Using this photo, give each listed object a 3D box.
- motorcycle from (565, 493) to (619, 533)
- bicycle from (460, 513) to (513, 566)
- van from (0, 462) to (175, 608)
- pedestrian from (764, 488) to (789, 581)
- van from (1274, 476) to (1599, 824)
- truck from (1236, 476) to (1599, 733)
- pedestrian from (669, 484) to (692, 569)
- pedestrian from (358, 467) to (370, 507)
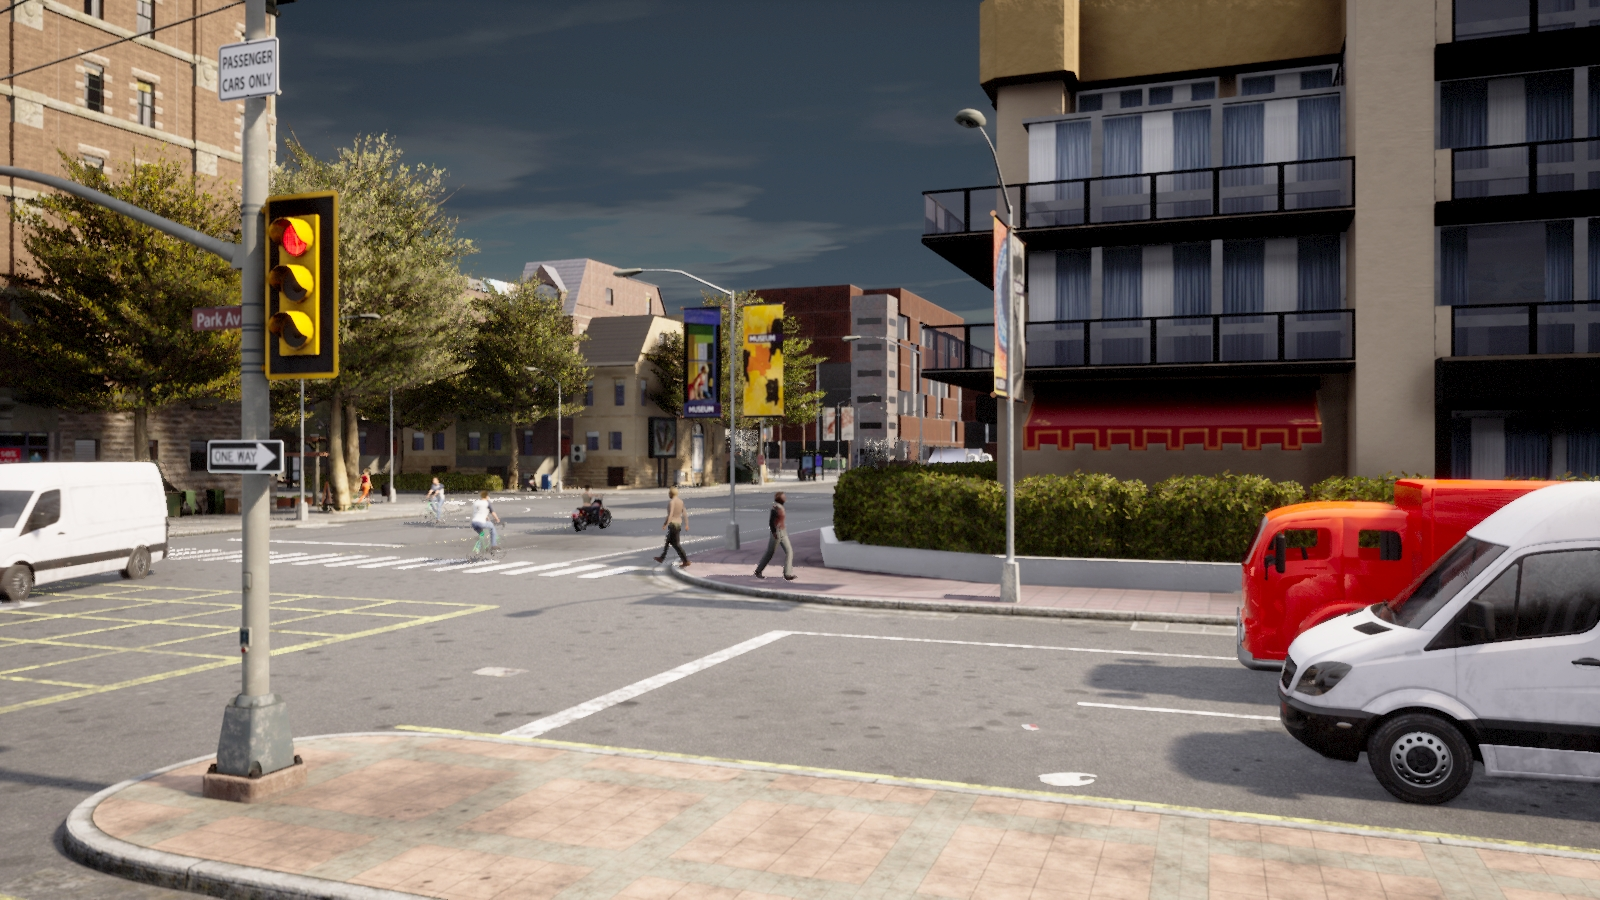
[{"bbox_3d":[-7.241,2.181,39.881,0.764,1.277,2.356,0,0,20],"label":"motorcycle"},{"bbox_3d":[-7.778,2.215,28.423,0.373,1.196,1.643,0,0,20],"label":"bicycle"},{"bbox_3d":[-15.248,1.546,22.967,1.988,2.561,5.915,0,0,1],"label":"van"},{"bbox_3d":[-0.482,1.701,23.158,0.375,1.860,0.375,0,0,28],"label":"pedestrian"},{"bbox_3d":[7.075,1.533,9.260,5.915,2.561,1.988,0,0,21],"label":"van"},{"bbox_3d":[7.678,1.567,12.781,5.204,2.467,2.627,0,0,20],"label":"truck"},{"bbox_3d":[-2.670,1.702,25.507,0.375,1.860,0.375,0,0,27],"label":"pedestrian"},{"bbox_3d":[-20.280,1.716,53.187,0.375,1.860,0.375,0,0,23],"label":"pedestrian"}]
